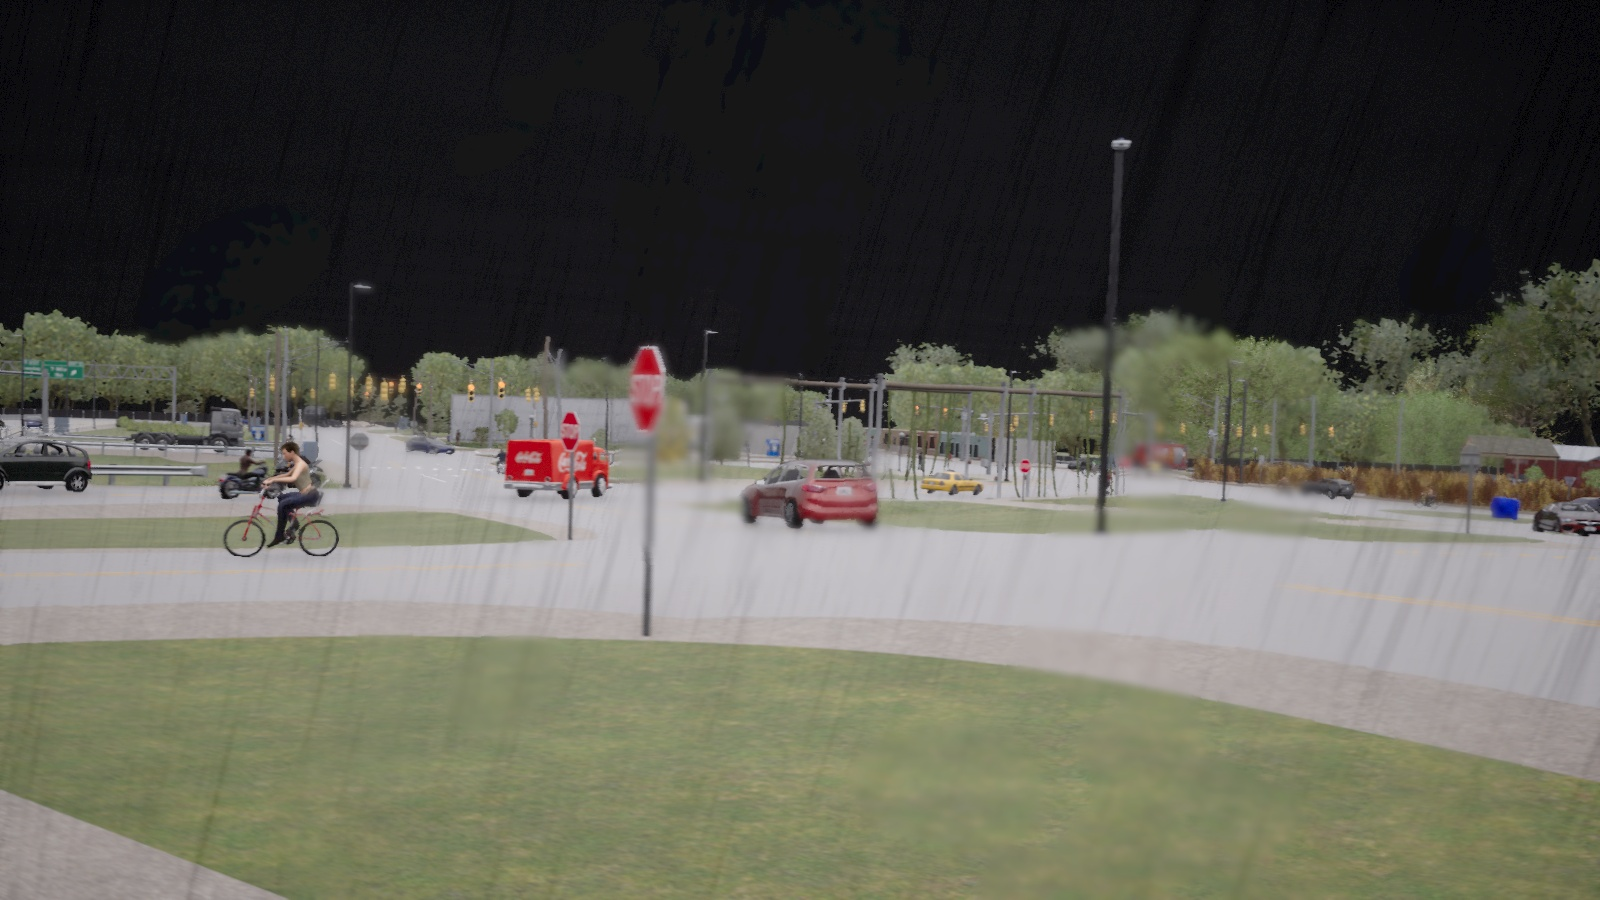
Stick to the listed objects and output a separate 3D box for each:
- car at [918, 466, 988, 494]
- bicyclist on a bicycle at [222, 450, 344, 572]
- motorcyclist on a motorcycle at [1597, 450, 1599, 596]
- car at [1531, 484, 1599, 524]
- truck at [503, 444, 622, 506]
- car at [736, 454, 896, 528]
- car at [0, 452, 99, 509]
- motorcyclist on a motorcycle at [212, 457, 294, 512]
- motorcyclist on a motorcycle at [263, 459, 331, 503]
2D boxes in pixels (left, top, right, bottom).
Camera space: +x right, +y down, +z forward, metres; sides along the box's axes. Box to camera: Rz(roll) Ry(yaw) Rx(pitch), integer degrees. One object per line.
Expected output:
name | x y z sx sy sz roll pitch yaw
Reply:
car | 9.747 1.872 79.589 1.801 1.575 5.366 3 2 39
bicyclist on a bicycle | -7.139 0.818 17.355 1.509 1.612 0.866 0 0 -23
motorcyclist on a motorcycle | 9.165 0.756 12.309 0.866 1.530 2.191 0 -1 -21
car | 34.057 2.363 55.178 2.152 1.651 5.027 2 -2 16
truck | -10.005 0.980 53.434 2.627 2.467 5.204 0 1 22
car | 0.278 1.001 30.873 2.242 1.667 4.611 0 -2 -23
car | -22.962 0.875 36.950 1.789 1.549 3.705 2 0 25
motorcyclist on a motorcycle | -17.277 1.091 39.739 0.766 1.649 2.350 3 0 26
motorcyclist on a motorcycle | -18.386 1.126 45.942 0.866 1.530 2.191 3 0 30
